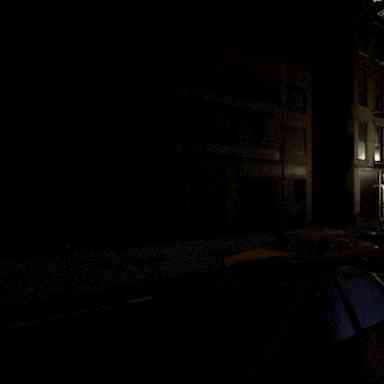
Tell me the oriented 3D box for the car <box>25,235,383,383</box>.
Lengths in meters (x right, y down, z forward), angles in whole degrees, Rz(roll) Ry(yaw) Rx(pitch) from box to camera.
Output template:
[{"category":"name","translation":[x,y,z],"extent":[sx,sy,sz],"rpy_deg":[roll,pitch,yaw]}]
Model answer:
[{"category":"car","translation":[1.044,1.548,3.813],"extent":[5.357,1.411,2.033],"rpy_deg":[0,0,-36]}]

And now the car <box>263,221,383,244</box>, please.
[{"category":"car","translation":[2.829,1.526,8.221],"extent":[4.829,1.417,1.752],"rpy_deg":[0,0,-36]}]
